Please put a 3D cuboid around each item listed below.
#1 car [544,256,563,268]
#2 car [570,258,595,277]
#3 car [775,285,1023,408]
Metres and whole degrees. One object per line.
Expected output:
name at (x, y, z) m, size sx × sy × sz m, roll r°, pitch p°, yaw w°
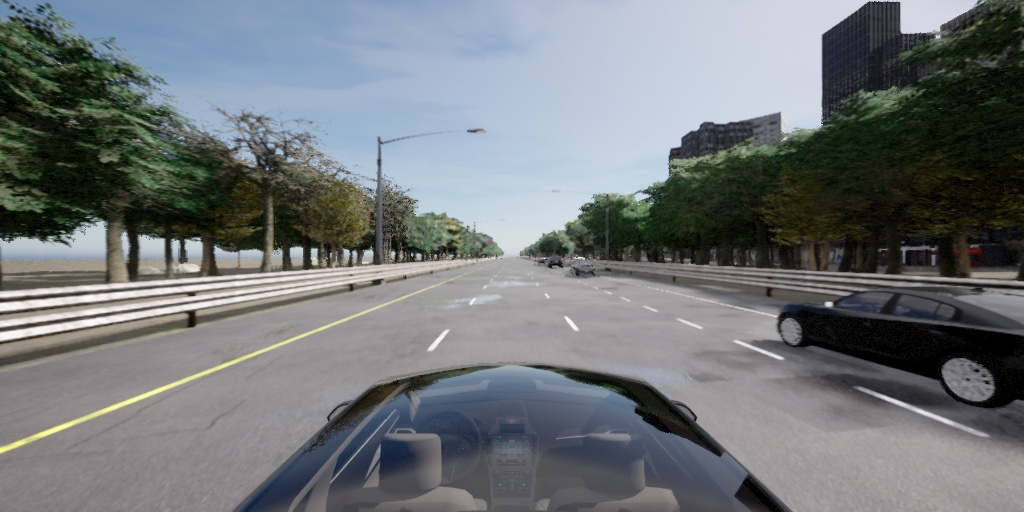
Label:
car at (7.176, 1.015, 60.369) m, size 2.150 × 2.045 × 5.566 m, roll 0°, pitch 0°, yaw 0°
car at (7.073, 1.266, 36.302) m, size 2.128 × 1.511 × 4.902 m, roll 0°, pitch 0°, yaw 0°
car at (7.003, 1.244, 6.216) m, size 1.882 × 1.535 × 5.008 m, roll 0°, pitch 0°, yaw 0°
